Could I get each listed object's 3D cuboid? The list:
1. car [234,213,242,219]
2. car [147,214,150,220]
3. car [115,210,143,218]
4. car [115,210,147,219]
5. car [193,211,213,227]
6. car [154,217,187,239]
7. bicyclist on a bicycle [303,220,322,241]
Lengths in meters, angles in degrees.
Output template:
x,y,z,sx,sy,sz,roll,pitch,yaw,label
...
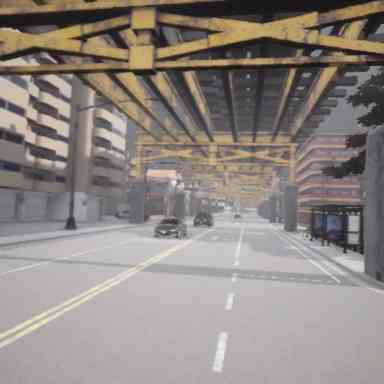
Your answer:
x,y,z,sx,sy,sz,roll,pitch,yaw,label
12.101,6.430,87.649,1.837,1.490,4.892,2,-3,9,car
-9.476,4.064,59.358,4.974,1.542,2.038,3,-3,-11,car
-10.501,3.662,55.349,4.536,1.218,1.853,0,-3,34,car
-10.465,3.819,55.312,4.974,1.542,2.038,0,-3,34,car
1.613,3.679,44.950,2.150,2.045,5.566,2,-3,9,car
-1.576,2.769,25.994,1.837,1.490,4.892,2,-3,9,car
9.593,3.049,26.264,1.656,1.620,0.582,2,-3,9,bicyclist on a bicycle
